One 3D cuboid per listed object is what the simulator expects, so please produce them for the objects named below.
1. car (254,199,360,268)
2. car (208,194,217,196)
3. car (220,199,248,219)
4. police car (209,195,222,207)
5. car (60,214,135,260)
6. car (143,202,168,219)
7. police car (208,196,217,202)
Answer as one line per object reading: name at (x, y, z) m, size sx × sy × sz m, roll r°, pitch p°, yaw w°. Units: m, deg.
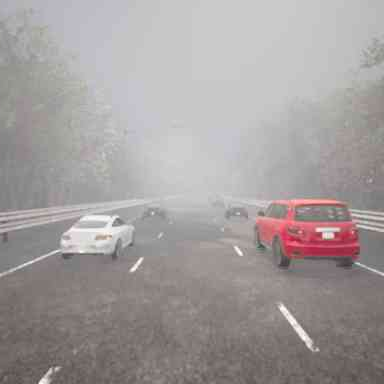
car at (3.642, 1.255, 11.543) m, size 2.150 × 2.045 × 5.566 m, roll 0°, pitch 0°, yaw 0°
car at (4.891, 1.416, 76.124) m, size 2.150 × 2.045 × 5.566 m, roll 0°, pitch 0°, yaw 2°
car at (3.826, 1.608, 29.611) m, size 1.812 × 1.442 × 4.674 m, roll 0°, pitch 0°, yaw 1°
police car at (4.212, 1.649, 54.194) m, size 2.038 × 1.542 × 4.974 m, roll 0°, pitch 0°, yaw 1°
car at (-3.351, 1.560, 12.451) m, size 1.812 × 1.442 × 4.674 m, roll 0°, pitch 0°, yaw 0°
car at (-3.189, 1.606, 29.527) m, size 1.812 × 1.442 × 4.674 m, roll 0°, pitch 0°, yaw 1°
police car at (5.314, 1.723, 87.041) m, size 2.038 × 1.542 × 4.974 m, roll 0°, pitch 0°, yaw 2°
